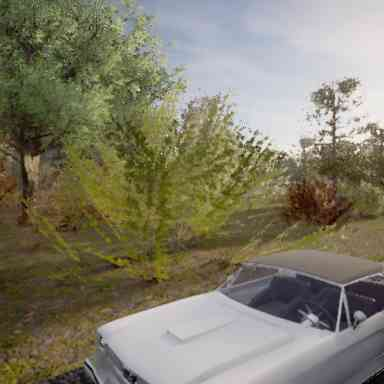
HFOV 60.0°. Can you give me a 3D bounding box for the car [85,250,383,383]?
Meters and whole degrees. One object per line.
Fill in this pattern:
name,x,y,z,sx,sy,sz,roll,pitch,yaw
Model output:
car,1.252,1.515,4.039,4.718,1.301,1.895,-2,1,-37
